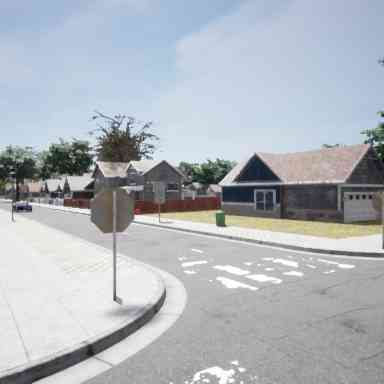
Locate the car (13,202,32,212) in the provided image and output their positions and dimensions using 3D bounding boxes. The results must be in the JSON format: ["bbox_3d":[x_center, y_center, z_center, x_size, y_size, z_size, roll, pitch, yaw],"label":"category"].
[{"bbox_3d":[-22.410,1.944,43.962,1.895,1.301,4.718,0,0,-34],"label":"car"}]
